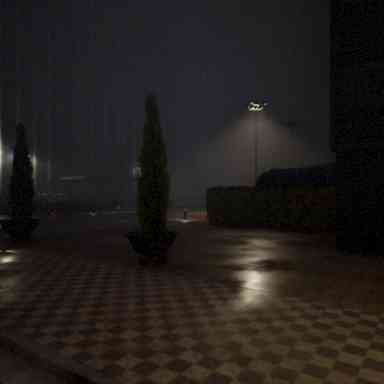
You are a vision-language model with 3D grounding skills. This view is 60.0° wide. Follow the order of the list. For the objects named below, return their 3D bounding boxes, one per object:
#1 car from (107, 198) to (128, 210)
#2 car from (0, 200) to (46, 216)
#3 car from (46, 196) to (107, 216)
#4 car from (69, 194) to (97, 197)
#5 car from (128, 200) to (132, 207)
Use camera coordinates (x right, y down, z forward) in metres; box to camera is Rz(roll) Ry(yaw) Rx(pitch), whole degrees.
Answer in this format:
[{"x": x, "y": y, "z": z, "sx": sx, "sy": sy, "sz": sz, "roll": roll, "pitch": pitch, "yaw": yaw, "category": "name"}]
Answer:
[{"x": -10.494, "y": 1.505, "z": 39.990, "sx": 1.837, "sy": 1.490, "sz": 4.892, "roll": 0, "pitch": 0, "yaw": 35, "category": "car"}, {"x": -15.825, "y": 1.505, "z": 32.329, "sx": 1.837, "sy": 1.490, "sz": 4.892, "roll": 0, "pitch": 0, "yaw": 35, "category": "car"}, {"x": -11.170, "y": 1.491, "z": 32.541, "sx": 2.128, "sy": 1.511, "sz": 4.902, "roll": 0, "pitch": 0, "yaw": 35, "category": "car"}, {"x": -14.038, "y": 1.221, "z": 41.032, "sx": 2.150, "sy": 2.045, "sz": 5.566, "roll": 0, "pitch": 0, "yaw": 35, "category": "car"}, {"x": -8.046, "y": 1.492, "z": 49.614, "sx": 2.128, "sy": 1.511, "sz": 4.902, "roll": 0, "pitch": 0, "yaw": 35, "category": "car"}]
